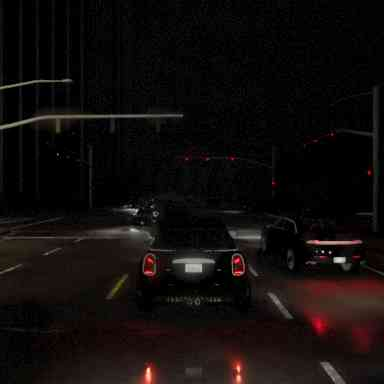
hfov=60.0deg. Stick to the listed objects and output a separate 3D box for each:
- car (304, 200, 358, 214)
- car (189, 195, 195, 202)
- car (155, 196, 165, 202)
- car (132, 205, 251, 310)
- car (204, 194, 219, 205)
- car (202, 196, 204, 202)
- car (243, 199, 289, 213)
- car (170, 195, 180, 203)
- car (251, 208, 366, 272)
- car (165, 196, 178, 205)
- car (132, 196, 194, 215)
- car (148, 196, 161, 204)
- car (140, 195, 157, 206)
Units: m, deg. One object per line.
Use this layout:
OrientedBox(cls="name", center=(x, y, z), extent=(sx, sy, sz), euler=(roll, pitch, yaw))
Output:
OrientedBox(cls="car", center=(12.835, 1.557, 31.127), extent=(4.892, 1.490, 1.837), euler=(0, 0, 0))
OrientedBox(cls="car", center=(-0.153, 1.471, 77.866), extent=(1.882, 1.535, 5.008), euler=(0, 0, 0))
OrientedBox(cls="car", center=(-7.146, 1.587, 74.197), extent=(1.895, 1.301, 4.718), euler=(0, 0, 0))
OrientedBox(cls="car", center=(0.042, 1.351, 7.952), extent=(2.097, 1.767, 4.553), euler=(0, 0, 0))
OrientedBox(cls="car", center=(3.453, 1.472, 55.631), extent=(1.882, 1.535, 5.008), euler=(0, 0, 0))
OrientedBox(cls="car", center=(3.349, 1.348, 76.499), extent=(2.097, 1.767, 4.553), euler=(0, 0, 0))
OrientedBox(cls="car", center=(8.001, 1.541, 36.014), extent=(4.892, 1.490, 1.837), euler=(1, 1, 21))
OrientedBox(cls="car", center=(-3.639, 1.494, 70.490), extent=(1.837, 1.490, 4.892), euler=(0, 0, 0))
OrientedBox(cls="car", center=(3.598, 1.491, 10.763), extent=(2.128, 1.511, 4.902), euler=(0, 0, -3))
OrientedBox(cls="car", center=(-3.690, 1.486, 60.279), extent=(2.128, 1.511, 4.902), euler=(0, 0, 0))
OrientedBox(cls="car", center=(-2.069, 1.373, 22.859), extent=(2.097, 1.767, 4.553), euler=(0, 0, 29))
OrientedBox(cls="car", center=(-7.177, 1.520, 64.154), extent=(1.812, 1.442, 4.674), euler=(0, 0, 0))
OrientedBox(cls="car", center=(-7.196, 1.347, 55.358), extent=(2.097, 1.767, 4.553), euler=(0, 0, 0))
